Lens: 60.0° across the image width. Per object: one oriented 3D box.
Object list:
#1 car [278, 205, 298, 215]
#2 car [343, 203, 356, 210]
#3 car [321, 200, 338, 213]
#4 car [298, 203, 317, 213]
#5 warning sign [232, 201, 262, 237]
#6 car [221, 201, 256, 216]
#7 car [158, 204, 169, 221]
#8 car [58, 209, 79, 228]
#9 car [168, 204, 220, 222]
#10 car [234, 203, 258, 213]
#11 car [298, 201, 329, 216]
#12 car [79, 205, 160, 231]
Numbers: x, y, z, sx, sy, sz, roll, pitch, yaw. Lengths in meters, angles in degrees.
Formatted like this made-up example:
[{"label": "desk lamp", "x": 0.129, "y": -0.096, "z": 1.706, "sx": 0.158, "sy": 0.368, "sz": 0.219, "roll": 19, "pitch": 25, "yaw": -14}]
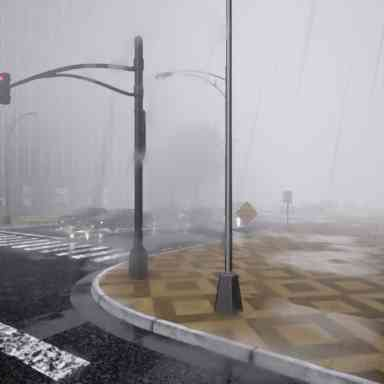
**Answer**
[{"label": "car", "x": 13.571, "y": 2.450, "z": 46.225, "sx": 1.895, "sy": 1.301, "sz": 4.718, "roll": 0, "pitch": -1, "yaw": 33}, {"label": "car", "x": 31.285, "y": 2.837, "z": 65.825, "sx": 1.812, "sy": 1.442, "sz": 4.674, "roll": 0, "pitch": -1, "yaw": 33}, {"label": "car", "x": 21.758, "y": 2.254, "z": 53.066, "sx": 2.150, "sy": 2.045, "sz": 5.566, "roll": 0, "pitch": -1, "yaw": 33}, {"label": "car", "x": 19.003, "y": 2.593, "z": 54.792, "sx": 1.994, "sy": 1.385, "sz": 4.181, "roll": 0, "pitch": -1, "yaw": 33}, {"label": "warning sign", "x": 3.059, "y": 1.454, "z": 18.575, "sx": 1.300, "sy": 1.860, "sz": 1.060, "roll": 1, "pitch": 1, "yaw": 33}, {"label": "car", "x": 5.777, "y": 2.034, "z": 40.340, "sx": 2.097, "sy": 1.767, "sz": 4.553, "roll": 0, "pitch": -1, "yaw": 33}, {"label": "car", "x": -2.861, "y": 1.988, "z": 32.905, "sx": 1.837, "sy": 1.490, "sz": 4.892, "roll": 0, "pitch": -1, "yaw": 33}, {"label": "car", "x": -7.822, "y": 1.844, "z": 25.153, "sx": 1.812, "sy": 1.442, "sz": 4.674, "roll": 0, "pitch": -1, "yaw": 31}, {"label": "car", "x": 0.310, "y": 1.992, "z": 31.829, "sx": 2.128, "sy": 1.511, "sz": 4.902, "roll": 0, "pitch": -1, "yaw": 33}, {"label": "car", "x": 8.097, "y": 2.370, "z": 49.885, "sx": 1.812, "sy": 1.442, "sz": 4.674, "roll": 0, "pitch": -1, "yaw": 32}, {"label": "car", "x": 16.241, "y": 2.343, "z": 44.374, "sx": 2.128, "sy": 1.511, "sz": 4.902, "roll": 0, "pitch": -1, "yaw": 33}, {"label": "car", "x": -4.950, "y": 1.874, "z": 23.625, "sx": 2.033, "sy": 1.411, "sz": 5.357, "roll": 0, "pitch": -1, "yaw": 33}]
